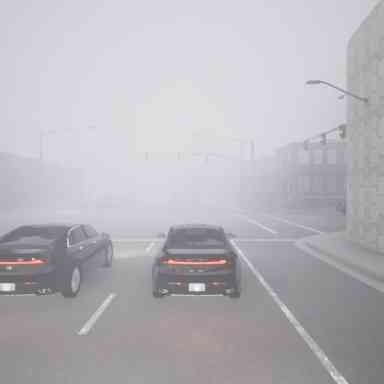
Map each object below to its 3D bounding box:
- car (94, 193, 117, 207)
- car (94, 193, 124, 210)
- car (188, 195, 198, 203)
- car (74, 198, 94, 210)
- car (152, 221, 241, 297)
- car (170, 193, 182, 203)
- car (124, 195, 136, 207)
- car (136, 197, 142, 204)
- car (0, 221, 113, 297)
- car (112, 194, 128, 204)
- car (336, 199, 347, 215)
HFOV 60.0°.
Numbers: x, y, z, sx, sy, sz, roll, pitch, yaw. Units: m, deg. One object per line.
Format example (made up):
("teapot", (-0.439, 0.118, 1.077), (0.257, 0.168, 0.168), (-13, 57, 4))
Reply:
("car", (-13.907, 1.220, 53.708), (2.150, 2.045, 5.566), (0, 0, 0))
("car", (-10.454, 1.352, 42.258), (2.097, 1.767, 4.553), (0, 0, 0))
("car", (0.221, 1.352, 68.248), (2.097, 1.767, 4.553), (0, 0, 0))
("car", (-13.946, 1.491, 43.758), (2.128, 1.511, 4.902), (0, 0, 0))
("car", (0.106, 1.505, 8.537), (1.837, 1.490, 4.892), (0, 0, 0))
("car", (-3.279, 1.221, 68.315), (2.150, 2.045, 5.566), (0, 0, 0))
("car", (-10.422, 1.352, 51.111), (2.097, 1.767, 4.553), (0, 0, 0))
("car", (-10.364, 1.564, 61.004), (1.994, 1.385, 4.181), (0, 0, 1))
("car", (-3.394, 1.505, 8.553), (1.837, 1.490, 4.892), (0, 0, 0))
("car", (-13.834, 1.352, 63.876), (2.097, 1.767, 4.553), (0, 0, 1))
("car", (14.910, 0.764, 27.576), (5.566, 2.045, 2.150), (-5, 0, 0))
